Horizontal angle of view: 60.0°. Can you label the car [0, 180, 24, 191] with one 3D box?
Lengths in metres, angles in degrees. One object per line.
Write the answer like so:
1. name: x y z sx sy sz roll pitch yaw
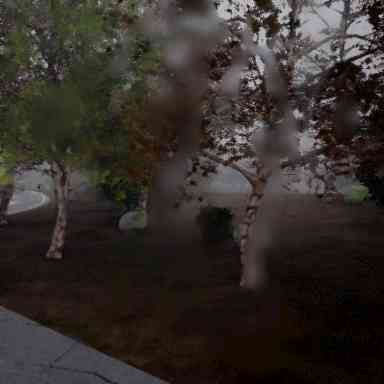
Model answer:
1. car: -22.173 -0.903 40.727 4.674 1.442 1.812 6 3 42
